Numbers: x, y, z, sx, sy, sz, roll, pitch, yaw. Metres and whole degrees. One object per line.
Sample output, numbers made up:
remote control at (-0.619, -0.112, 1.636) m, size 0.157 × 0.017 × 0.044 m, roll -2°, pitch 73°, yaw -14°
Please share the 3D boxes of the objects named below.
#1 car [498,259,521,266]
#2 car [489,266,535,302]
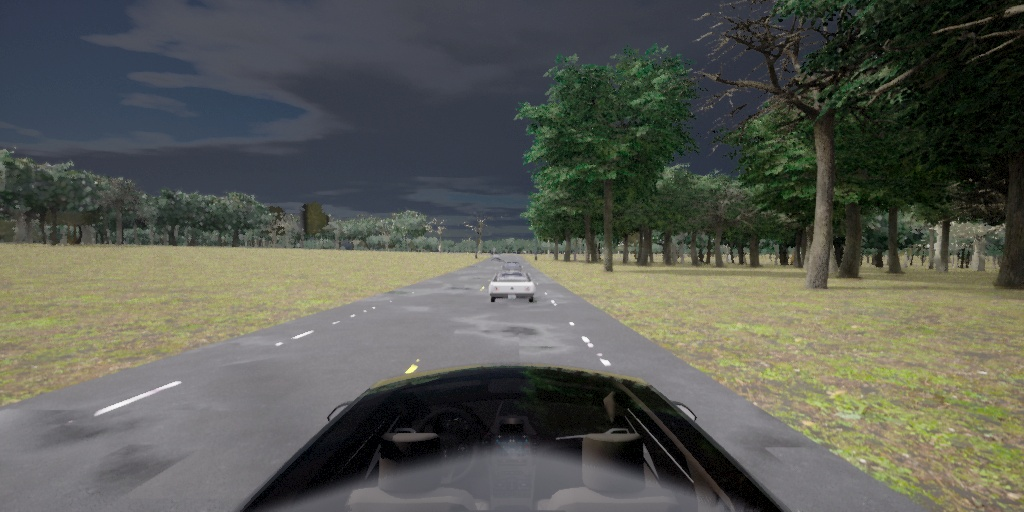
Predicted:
car at (0.001, 1.190, 31.503) m, size 2.033 × 1.411 × 5.357 m, roll 0°, pitch 0°, yaw 0°
car at (0.001, 1.330, 16.533) m, size 1.895 × 1.301 × 4.718 m, roll 0°, pitch 0°, yaw 0°
